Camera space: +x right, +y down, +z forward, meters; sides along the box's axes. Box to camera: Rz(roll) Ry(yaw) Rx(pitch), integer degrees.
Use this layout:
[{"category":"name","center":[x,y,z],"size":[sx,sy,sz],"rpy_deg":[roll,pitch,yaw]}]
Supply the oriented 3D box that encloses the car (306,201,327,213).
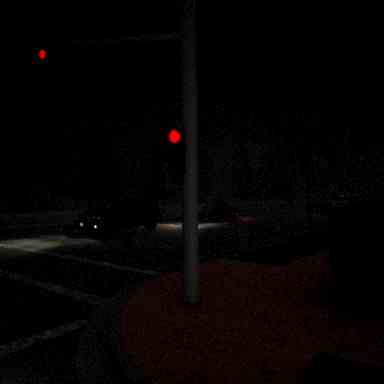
[{"category":"car","center":[14.814,1.722,38.300],"size":[1.895,1.301,4.718],"rpy_deg":[-1,0,38]}]

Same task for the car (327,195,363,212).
[{"category":"car","center":[16.127,1.303,34.332],"size":[2.150,2.045,5.566],"rpy_deg":[-1,-1,39]}]

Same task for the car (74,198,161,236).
[{"category":"car","center":[-4.285,1.412,20.201],"size":[2.150,2.045,5.566],"rpy_deg":[-1,-1,38]}]

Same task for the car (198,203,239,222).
[{"category":"car","center":[2.090,1.660,28.208],"size":[1.882,1.535,5.008],"rpy_deg":[-1,-1,39]}]
